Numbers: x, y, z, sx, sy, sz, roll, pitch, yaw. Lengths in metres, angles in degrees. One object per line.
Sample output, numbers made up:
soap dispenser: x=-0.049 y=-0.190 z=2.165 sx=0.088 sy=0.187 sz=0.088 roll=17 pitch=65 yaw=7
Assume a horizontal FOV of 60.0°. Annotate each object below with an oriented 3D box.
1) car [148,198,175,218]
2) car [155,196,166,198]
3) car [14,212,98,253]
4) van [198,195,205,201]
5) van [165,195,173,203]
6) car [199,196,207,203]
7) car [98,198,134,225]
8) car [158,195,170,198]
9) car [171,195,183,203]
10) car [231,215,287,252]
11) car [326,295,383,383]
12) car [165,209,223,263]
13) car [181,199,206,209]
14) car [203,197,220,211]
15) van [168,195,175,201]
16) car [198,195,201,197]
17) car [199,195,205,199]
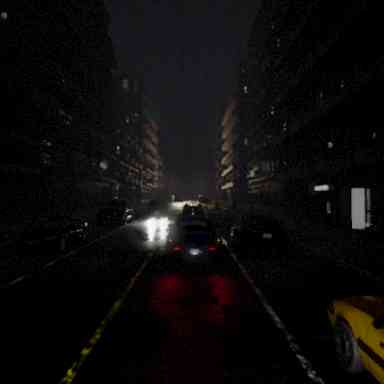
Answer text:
car: x=-3.106 y=1.603 z=31.952 sx=2.128 sy=1.511 sz=4.902 roll=0 pitch=0 yaw=0
car: x=-5.690 y=1.756 z=53.703 sx=1.947 sy=1.339 sz=4.313 roll=1 pitch=0 yaw=0
car: x=-5.679 y=1.599 z=13.910 sx=2.008 sy=1.369 sz=4.403 roll=1 pitch=0 yaw=0
van: x=2.683 y=1.684 z=93.558 sx=1.690 sy=1.788 sz=3.998 roll=1 pitch=0 yaw=0
van: x=-5.693 y=1.639 z=82.125 sx=1.690 sy=1.788 sz=3.998 roll=1 pitch=0 yaw=0
car: x=2.685 y=1.738 z=82.188 sx=1.967 sy=1.590 sz=4.097 roll=1 pitch=0 yaw=0
car: x=-5.677 y=1.403 z=25.281 sx=2.192 sy=1.841 sz=5.009 roll=1 pitch=0 yaw=0
car: x=-5.687 y=1.527 z=59.388 sx=2.192 sy=1.841 sz=5.009 roll=1 pitch=0 yaw=0
car: x=-3.018 y=1.721 z=72.643 sx=1.837 sy=1.490 sz=4.892 roll=0 pitch=0 yaw=0
car: x=2.701 y=1.615 z=13.973 sx=1.947 sy=1.339 sz=4.313 roll=1 pitch=0 yaw=0
car: x=2.704 y=1.536 z=2.774 sx=1.752 sy=1.417 sz=4.829 roll=1 pitch=0 yaw=0
car: x=0.083 y=1.567 z=11.977 sx=1.812 sy=1.442 sz=4.674 roll=0 pitch=0 yaw=0
car: x=0.089 y=1.719 z=33.668 sx=1.895 sy=1.301 sz=4.718 roll=0 pitch=0 yaw=0
car: x=2.694 y=1.675 z=42.565 sx=1.752 sy=1.417 sz=4.829 roll=1 pitch=0 yaw=0
van: x=-5.702 y=1.683 z=93.496 sx=1.690 sy=1.788 sz=3.998 roll=1 pitch=0 yaw=0
car: x=2.686 y=1.781 z=70.989 sx=1.752 sy=1.417 sz=4.829 roll=1 pitch=0 yaw=0
car: x=2.687 y=1.799 z=65.134 sx=1.947 sy=1.339 sz=4.313 roll=1 pitch=0 yaw=0
